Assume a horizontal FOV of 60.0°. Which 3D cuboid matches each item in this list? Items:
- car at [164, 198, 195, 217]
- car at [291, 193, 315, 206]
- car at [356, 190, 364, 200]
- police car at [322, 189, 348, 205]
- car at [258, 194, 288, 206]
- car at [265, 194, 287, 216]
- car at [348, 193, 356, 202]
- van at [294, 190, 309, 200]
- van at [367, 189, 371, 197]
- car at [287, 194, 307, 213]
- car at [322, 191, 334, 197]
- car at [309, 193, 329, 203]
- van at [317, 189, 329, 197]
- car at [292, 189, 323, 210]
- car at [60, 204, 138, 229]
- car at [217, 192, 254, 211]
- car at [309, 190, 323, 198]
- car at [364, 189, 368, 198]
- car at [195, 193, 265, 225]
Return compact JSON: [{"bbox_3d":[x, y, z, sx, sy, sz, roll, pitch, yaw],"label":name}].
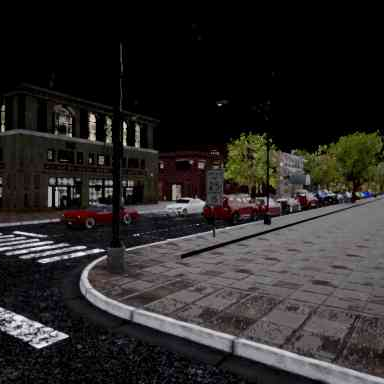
[{"bbox_3d":[-0.400,1.216,27.944,1.812,1.442,4.674,1,1,35],"label":"car"},{"bbox_3d":[14.988,0.970,44.754,1.812,1.442,4.674,1,1,35],"label":"car"},{"bbox_3d":[30.928,0.750,63.277,1.802,1.307,4.206,1,2,34],"label":"car"},{"bbox_3d":[19.838,0.847,46.376,1.930,1.638,5.238,1,1,35],"label":"police car"},{"bbox_3d":[10.766,1.000,44.117,2.033,1.411,5.357,1,1,35],"label":"car"},{"bbox_3d":[5.808,1.152,26.734,1.967,1.590,4.097,1,2,34],"label":"car"},{"bbox_3d":[23.707,0.690,52.040,2.097,1.767,4.553,1,1,35],"label":"car"},{"bbox_3d":[20.877,0.504,63.440,1.690,1.788,3.998,1,2,34],"label":"van"},{"bbox_3d":[40.351,0.301,76.974,1.690,1.788,3.998,1,2,34],"label":"van"},{"bbox_3d":[8.947,1.195,31.305,2.008,1.369,4.403,1,2,34],"label":"car"},{"bbox_3d":[33.436,0.437,81.715,2.008,1.369,4.403,1,2,34],"label":"car"},{"bbox_3d":[19.997,0.860,52.139,1.812,1.442,4.674,1,1,35],"label":"car"},{"bbox_3d":[30.298,0.297,77.142,1.690,1.788,3.998,1,2,34],"label":"van"},{"bbox_3d":[12.090,0.892,35.867,2.192,1.841,5.009,1,2,34],"label":"car"},{"bbox_3d":[-5.583,1.401,20.401,1.895,1.301,4.718,1,1,34],"label":"car"},{"bbox_3d":[4.729,0.933,35.389,2.097,1.767,4.553,1,1,35],"label":"car"},{"bbox_3d":[27.157,0.465,72.578,1.967,1.590,4.097,1,2,34],"label":"car"},{"bbox_3d":[34.165,0.622,67.983,1.752,1.417,4.829,1,2,34],"label":"car"},{"bbox_3d":[2.669,1.093,22.164,2.192,1.841,5.009,1,1,34],"label":"car"}]
